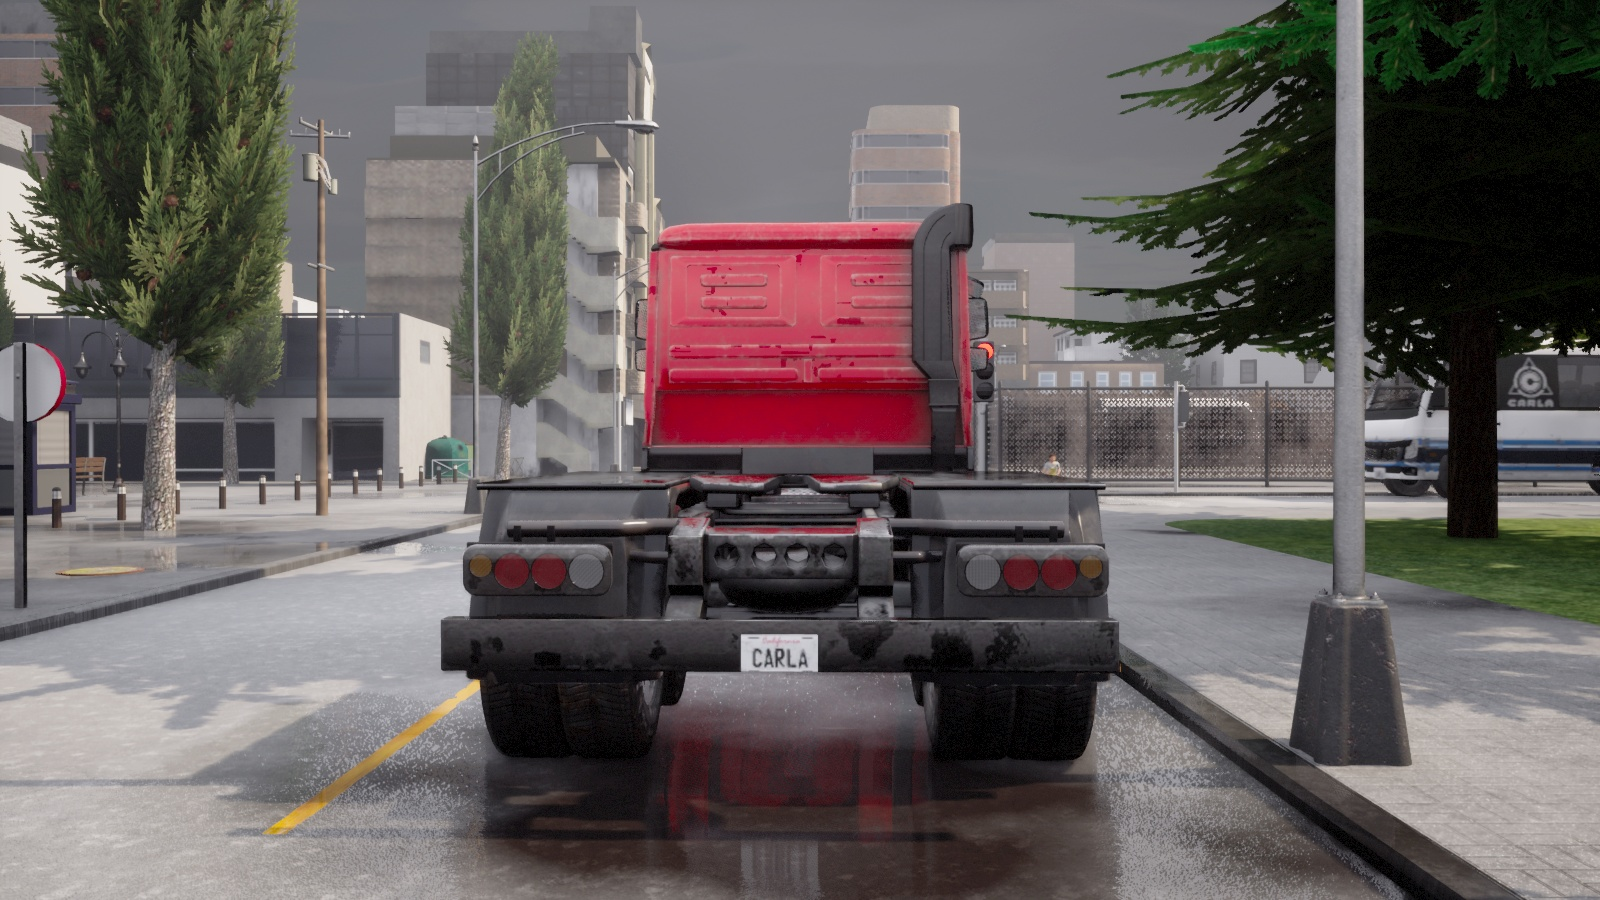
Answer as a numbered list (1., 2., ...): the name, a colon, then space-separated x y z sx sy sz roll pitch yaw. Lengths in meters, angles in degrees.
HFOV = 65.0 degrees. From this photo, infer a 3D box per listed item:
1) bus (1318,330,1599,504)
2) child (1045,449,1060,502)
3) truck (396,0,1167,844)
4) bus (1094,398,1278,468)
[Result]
1. bus: 19.555 -0.800 32.945 10.273 4.253 3.944 0 0 -1
2. child: 6.044 0.611 30.085 0.270 1.263 0.437 0 0 0
3. truck: 0.020 -0.284 8.679 2.891 3.462 7.936 0 0 1
4. bus: 23.857 -1.052 78.208 10.273 4.253 3.944 0 0 2
